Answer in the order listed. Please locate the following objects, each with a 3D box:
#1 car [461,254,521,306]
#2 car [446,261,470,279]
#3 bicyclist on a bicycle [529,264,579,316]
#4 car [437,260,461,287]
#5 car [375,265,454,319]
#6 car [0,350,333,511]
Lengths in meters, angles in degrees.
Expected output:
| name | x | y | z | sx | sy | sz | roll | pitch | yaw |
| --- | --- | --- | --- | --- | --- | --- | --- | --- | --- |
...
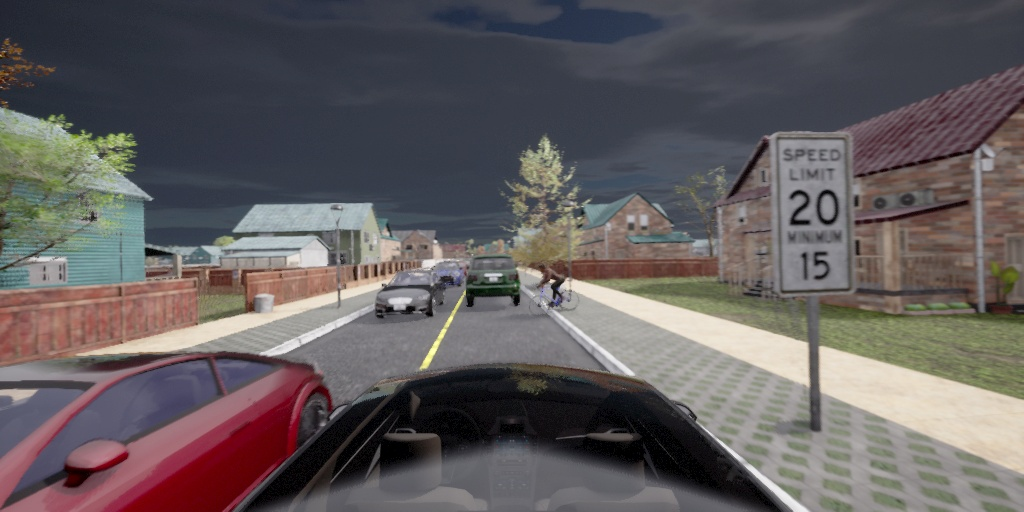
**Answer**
| name | x | y | z | sx | sy | sz | roll | pitch | yaw |
| --- | --- | --- | --- | --- | --- | --- | --- | --- | --- |
| car | -0.865 | 0.950 | 15.935 | 2.150 | 2.045 | 5.566 | -1 | 0 | -4 |
| car | -5.136 | 1.270 | 34.906 | 1.882 | 1.535 | 5.008 | -1 | 0 | -4 |
| bicyclist on a bicycle | 1.250 | 1.039 | 11.400 | 1.656 | 1.620 | 0.582 | -11 | 1 | -4 |
| car | -4.421 | 1.148 | 24.645 | 2.097 | 1.767 | 4.553 | -1 | 0 | -4 |
| car | -3.593 | 1.297 | 13.324 | 2.128 | 1.511 | 4.902 | -1 | 0 | -4 |
| car | -2.885 | 1.385 | 2.132 | 1.994 | 1.385 | 4.181 | -1 | 0 | -1 |
